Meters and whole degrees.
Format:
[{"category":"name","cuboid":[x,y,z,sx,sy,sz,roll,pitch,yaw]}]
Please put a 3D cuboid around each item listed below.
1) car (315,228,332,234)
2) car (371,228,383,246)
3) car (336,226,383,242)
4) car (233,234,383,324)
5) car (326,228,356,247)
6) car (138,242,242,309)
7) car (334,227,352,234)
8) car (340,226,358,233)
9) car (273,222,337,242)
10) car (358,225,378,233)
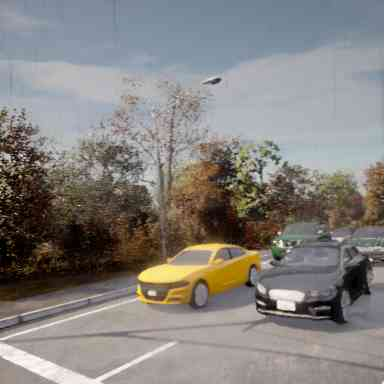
[{"category":"car","cuboid":[34.421,10.272,87.178,2.128,1.511,4.902,-4,-7,-3]},{"category":"car","cuboid":[16.971,3.893,29.265,1.994,1.385,4.181,-7,-8,28]},{"category":"car","cuboid":[8.723,2.453,16.034,2.097,1.767,4.553,-7,-8,34]},{"category":"car","cuboid":[3.316,2.091,8.571,2.128,1.511,4.902,-7,-7,37]},{"category":"car","cuboid":[14.046,4.204,31.178,2.128,1.511,4.902,-7,-8,28]},{"category":"car","cuboid":[0.460,2.434,10.560,1.882,1.535,5.008,-7,-7,36]},{"category":"car","cuboid":[34.138,8.753,75.367,1.812,1.442,4.674,-5,-7,2]},{"category":"car","cuboid":[37.892,9.060,80.374,1.882,1.535,5.008,-4,-7,-1]},{"category":"car","cuboid":[6.319,2.740,18.681,2.150,2.045,5.566,-7,-8,34]},{"category":"car","cuboid":[37.184,7.898,70.488,1.812,1.442,4.674,-5,-7,4]}]
